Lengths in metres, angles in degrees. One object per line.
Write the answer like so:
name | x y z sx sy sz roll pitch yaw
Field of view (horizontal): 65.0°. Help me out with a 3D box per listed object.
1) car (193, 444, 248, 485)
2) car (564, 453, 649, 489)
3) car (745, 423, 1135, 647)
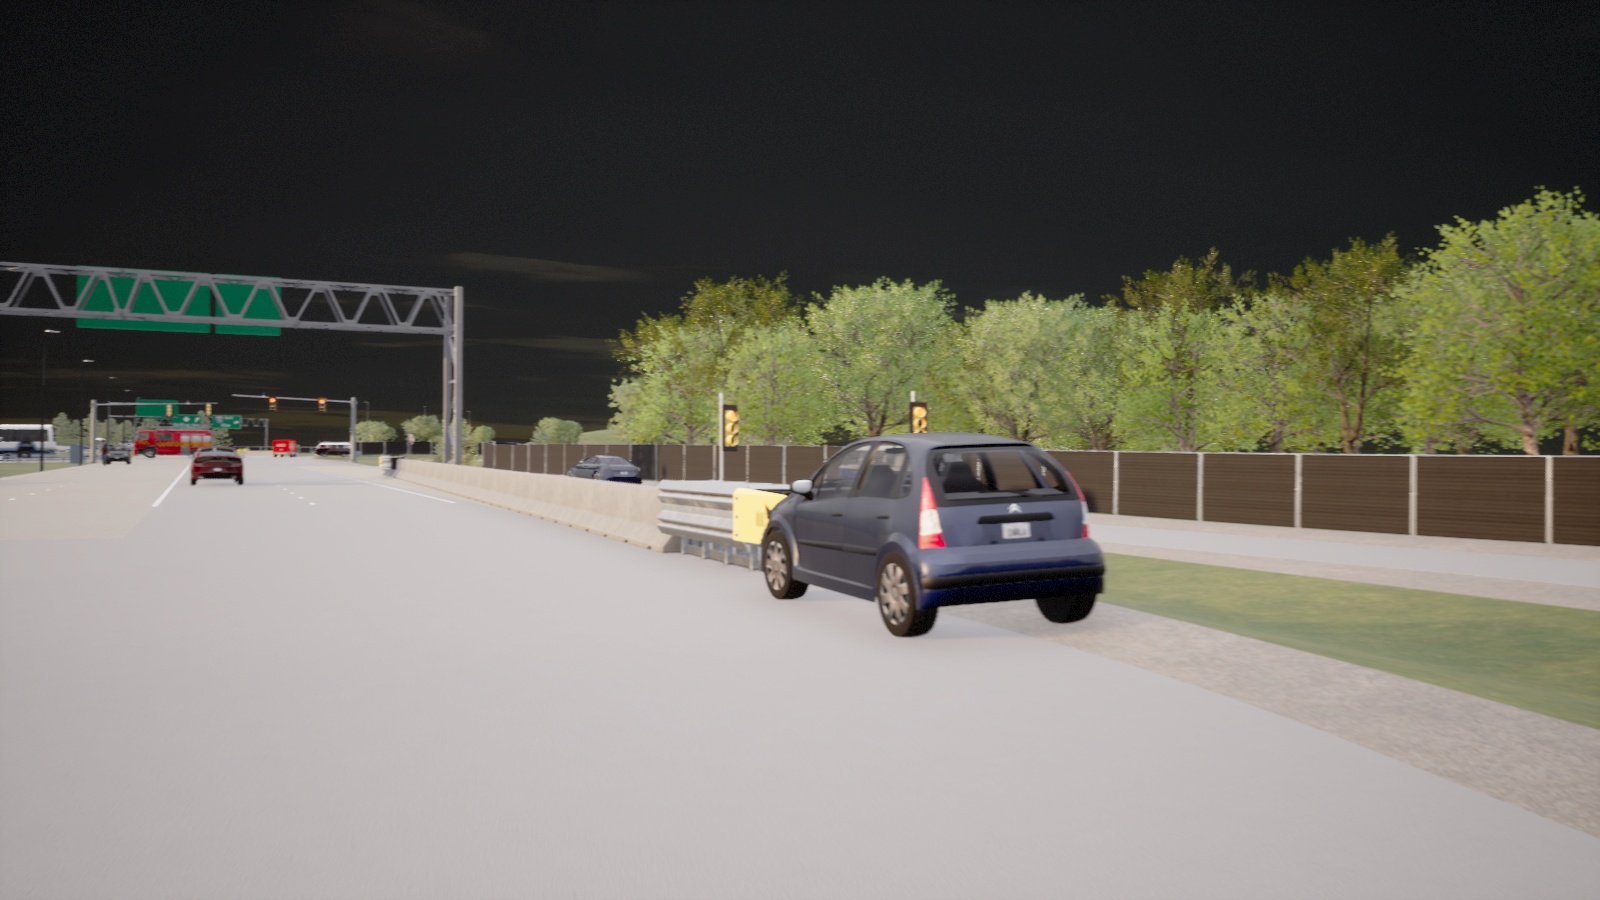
car | -23.231 0.547 50.286 1.882 1.535 5.008 1 0 -25
car | -8.316 0.874 53.675 1.994 1.385 4.181 1 0 -34
car | 1.041 0.609 11.452 1.851 1.617 3.988 -2 1 -21
